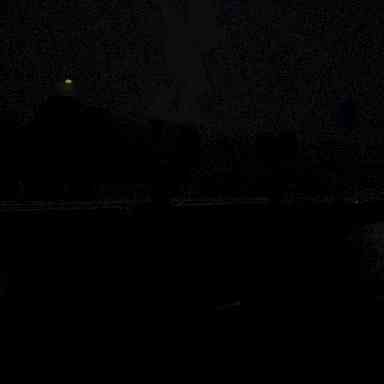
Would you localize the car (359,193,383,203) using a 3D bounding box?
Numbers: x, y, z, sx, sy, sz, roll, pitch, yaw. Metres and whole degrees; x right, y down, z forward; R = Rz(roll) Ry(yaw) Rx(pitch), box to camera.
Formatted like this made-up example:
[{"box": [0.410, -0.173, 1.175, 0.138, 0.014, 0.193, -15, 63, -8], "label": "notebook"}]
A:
[{"box": [24.434, 1.126, 42.901, 5.566, 2.045, 2.150, 0, 0, -35], "label": "car"}]

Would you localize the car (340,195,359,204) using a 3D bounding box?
[{"box": [23.199, 1.258, 46.309, 4.553, 1.767, 2.097, 0, 0, -35], "label": "car"}]

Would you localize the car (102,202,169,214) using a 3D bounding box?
[{"box": [-3.801, 1.469, 22.770, 4.892, 1.490, 1.837, 0, 0, -35], "label": "car"}]

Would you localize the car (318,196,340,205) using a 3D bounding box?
[{"box": [20.404, 1.383, 48.613, 5.008, 1.535, 1.882, 0, 0, -35], "label": "car"}]
